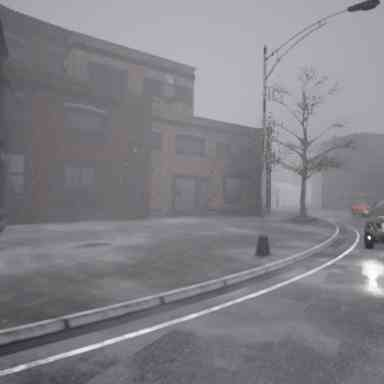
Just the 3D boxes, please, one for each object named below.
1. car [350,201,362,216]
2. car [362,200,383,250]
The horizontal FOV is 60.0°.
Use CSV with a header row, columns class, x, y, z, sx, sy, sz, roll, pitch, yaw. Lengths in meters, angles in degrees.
class,x,y,z,sx,sy,sz,roll,pitch,yaw
car,18.292,1.709,34.654,2.097,1.767,4.553,1,0,2
car,9.053,1.385,14.864,2.150,2.045,5.566,0,0,30
